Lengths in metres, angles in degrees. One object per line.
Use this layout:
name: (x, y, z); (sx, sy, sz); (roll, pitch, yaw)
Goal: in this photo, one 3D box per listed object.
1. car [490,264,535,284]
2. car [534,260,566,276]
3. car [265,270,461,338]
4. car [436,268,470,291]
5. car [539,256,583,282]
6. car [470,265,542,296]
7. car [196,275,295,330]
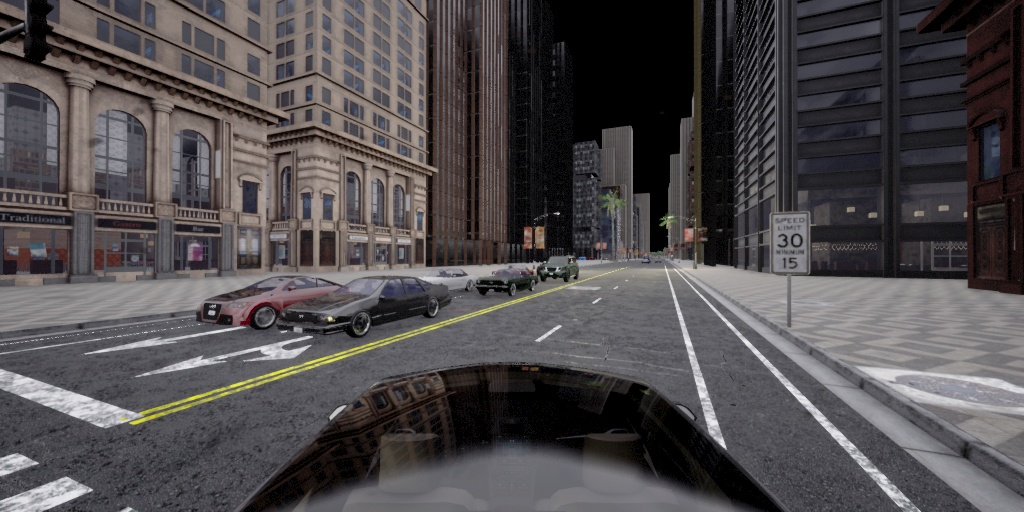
car: (0.118, 1.364, 28.530); (1.895, 1.301, 4.718); (0, 0, 23)
car: (4.101, 1.251, 37.927); (1.882, 1.535, 5.008); (0, 0, 23)
car: (-3.861, 1.299, 10.644); (2.033, 1.411, 5.357); (0, 0, 23)
car: (-3.736, 1.357, 19.345); (1.895, 1.301, 4.718); (0, 0, 23)
car: (3.990, 0.987, 29.349); (2.150, 2.045, 5.566); (0, 0, 23)
car: (-0.151, 1.358, 19.486); (1.895, 1.301, 4.718); (0, 0, 23)
car: (-7.121, 1.315, 11.264); (1.994, 1.385, 4.181); (0, 0, 23)
